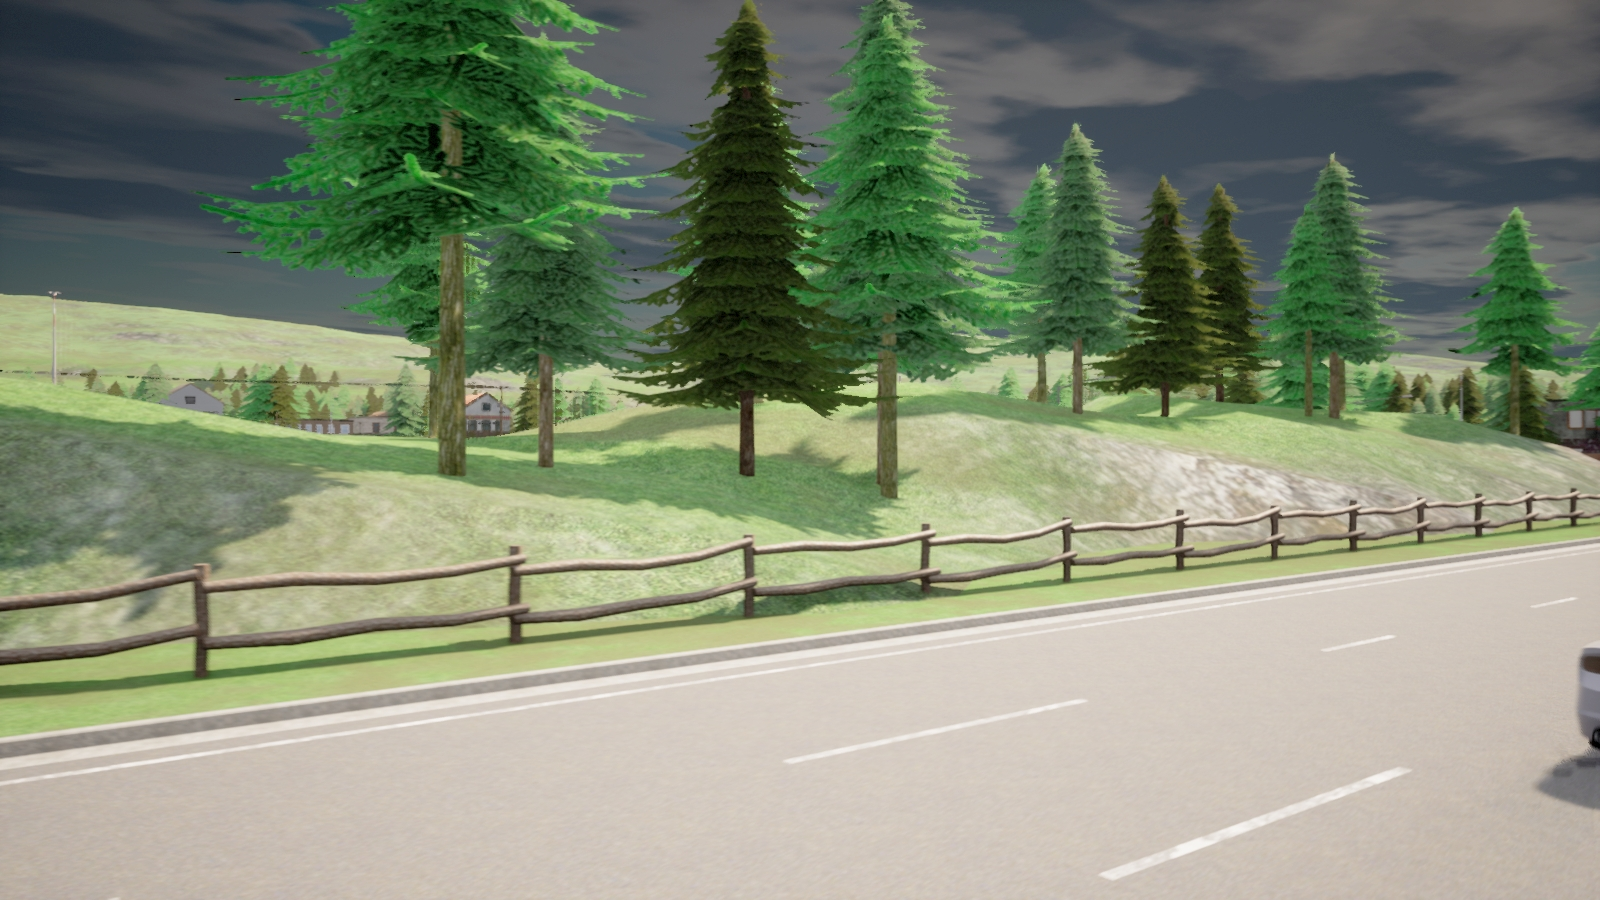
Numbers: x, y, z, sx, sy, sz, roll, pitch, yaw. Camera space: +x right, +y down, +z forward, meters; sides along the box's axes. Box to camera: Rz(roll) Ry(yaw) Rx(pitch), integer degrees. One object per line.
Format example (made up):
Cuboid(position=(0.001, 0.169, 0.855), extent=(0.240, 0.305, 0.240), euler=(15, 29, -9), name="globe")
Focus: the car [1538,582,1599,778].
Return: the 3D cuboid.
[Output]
Cuboid(position=(9.191, 2.042, 10.849), extent=(5.006, 1.535, 2.097), euler=(0, 0, -37), name="car")
